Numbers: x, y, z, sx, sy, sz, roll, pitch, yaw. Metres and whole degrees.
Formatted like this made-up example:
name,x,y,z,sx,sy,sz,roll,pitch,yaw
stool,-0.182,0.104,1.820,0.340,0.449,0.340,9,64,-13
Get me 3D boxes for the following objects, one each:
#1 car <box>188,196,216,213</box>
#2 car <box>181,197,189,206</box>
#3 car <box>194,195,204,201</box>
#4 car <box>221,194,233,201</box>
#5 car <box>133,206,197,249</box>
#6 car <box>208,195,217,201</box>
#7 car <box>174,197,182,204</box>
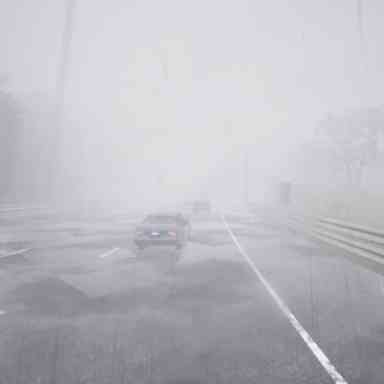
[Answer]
name,x,y,z,sx,sy,sz,roll,pitch,yaw
car,1.192,1.577,37.512,2.128,1.511,4.902,0,0,7
car,-0.059,1.732,55.528,1.895,1.301,4.718,0,0,8
car,1.876,1.715,89.432,1.882,1.535,5.008,0,0,11
car,9.190,1.474,90.493,2.150,2.045,5.566,0,0,11
car,-1.127,1.578,14.678,2.033,1.411,5.357,0,0,5
car,5.526,1.767,89.934,1.812,1.442,4.674,0,0,11
car,-2.178,1.683,65.086,1.812,1.442,4.674,0,0,9
